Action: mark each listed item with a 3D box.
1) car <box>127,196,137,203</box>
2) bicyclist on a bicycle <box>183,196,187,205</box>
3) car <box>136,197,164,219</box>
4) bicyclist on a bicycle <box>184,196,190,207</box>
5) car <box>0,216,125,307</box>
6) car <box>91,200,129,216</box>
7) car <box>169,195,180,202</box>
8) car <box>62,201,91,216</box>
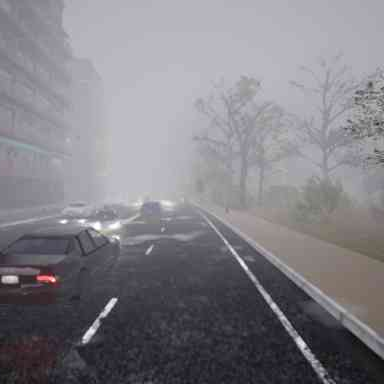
[{"bbox_3d":[-12.963,1.643,72.257,1.882,1.535,5.008,0,0,-6],"label":"car"},{"bbox_3d":[-1.239,1.590,60.315,0.582,1.620,1.656,0,-1,-5],"label":"bicyclist on a bicycle"},{"bbox_3d":[-3.612,1.554,30.452,1.882,1.535,5.008,0,0,-2],"label":"car"},{"bbox_3d":[-0.667,1.558,52.443,0.866,1.612,1.509,0,0,-4],"label":"bicyclist on a bicycle"},{"bbox_3d":[-3.167,1.569,8.284,2.033,1.411,5.357,0,0,0],"label":"car"},{"bbox_3d":[-7.001,1.675,28.895,1.895,1.301,4.718,0,0,-2],"label":"car"},{"bbox_3d":[-3.927,1.768,79.739,1.895,1.301,4.718,0,0,-6],"label":"car"},{"bbox_3d":[-10.308,1.604,30.402,1.812,1.442,4.674,0,0,-2],"label":"car"}]
